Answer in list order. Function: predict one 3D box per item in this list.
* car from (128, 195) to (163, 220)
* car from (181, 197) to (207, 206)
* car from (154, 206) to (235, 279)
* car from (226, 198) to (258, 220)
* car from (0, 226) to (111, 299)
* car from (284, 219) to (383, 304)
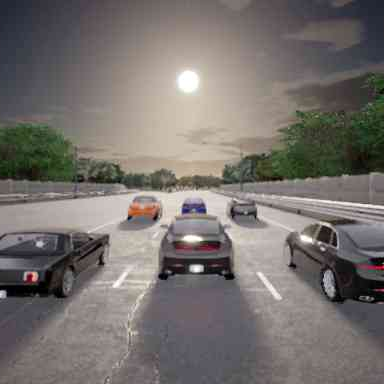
[{"bbox_3d":[-3.358,1.025,24.621,2.097,1.767,4.553,0,1,0],"label":"car"},{"bbox_3d":[0.149,1.132,26.467,1.882,1.535,5.008,0,1,0],"label":"car"},{"bbox_3d":[0.111,1.375,9.636,1.837,1.490,4.892,0,1,0],"label":"car"},{"bbox_3d":[3.644,1.170,24.838,2.128,1.511,4.902,0,1,0],"label":"car"},{"bbox_3d":[-3.394,1.487,8.075,1.895,1.301,4.718,0,1,0],"label":"car"},{"bbox_3d":[3.603,1.403,7.909,1.837,1.490,4.892,0,1,0],"label":"car"}]
